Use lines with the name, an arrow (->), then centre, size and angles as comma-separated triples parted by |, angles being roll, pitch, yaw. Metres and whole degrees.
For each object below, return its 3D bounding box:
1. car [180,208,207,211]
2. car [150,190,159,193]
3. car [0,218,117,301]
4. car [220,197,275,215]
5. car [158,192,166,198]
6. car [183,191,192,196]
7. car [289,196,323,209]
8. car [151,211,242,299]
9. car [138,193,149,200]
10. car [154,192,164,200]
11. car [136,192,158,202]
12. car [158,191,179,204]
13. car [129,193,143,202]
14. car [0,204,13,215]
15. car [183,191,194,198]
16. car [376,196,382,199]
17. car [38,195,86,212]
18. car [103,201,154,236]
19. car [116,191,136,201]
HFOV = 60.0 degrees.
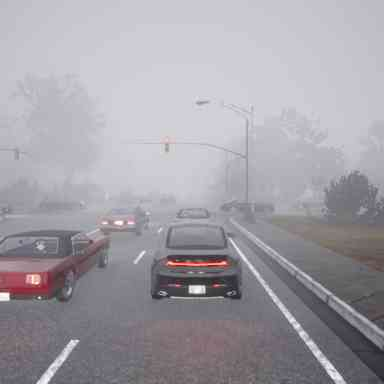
car -> 0.084, 1.496, 17.656 | 1.895, 1.301, 4.718 | 0, 0, 0
car -> -7.151, 0.730, 63.481 | 2.150, 2.045, 5.566 | 0, 1, -1
car -> -3.411, 1.570, 8.164 | 1.895, 1.301, 4.718 | 0, 0, 0
car -> 5.098, 1.265, 30.672 | 5.008, 1.535, 1.882 | 0, 0, -3
car -> -7.583, 0.776, 83.940 | 1.812, 1.442, 4.674 | 0, 1, -3
car -> -1.402, 0.460, 95.140 | 2.033, 1.411, 5.357 | 0, 1, -7
car -> 13.675, 1.216, 38.383 | 4.902, 1.511, 2.128 | 0, 0, -3
car -> 0.090, 1.473, 8.343 | 1.837, 1.490, 4.892 | 0, 0, 0
car -> -10.724, 0.987, 73.799 | 1.895, 1.301, 4.718 | 0, 1, -1
car -> -7.220, 0.872, 73.671 | 1.882, 1.535, 5.008 | 0, 1, -1
car -> -7.180, 1.149, 53.306 | 2.033, 1.411, 5.357 | 0, 0, 0
car -> -3.597, 0.963, 52.158 | 2.097, 1.767, 4.553 | 0, 0, 2
car -> -10.661, 0.984, 63.713 | 1.882, 1.535, 5.008 | 0, 1, 0
car -> -17.833, 1.367, 28.799 | 4.181, 1.385, 1.994 | 0, 0, 4
car -> -0.651, 0.779, 85.262 | 1.994, 1.385, 4.181 | 0, 1, -4
car -> 23.759, 0.941, 38.969 | 5.566, 2.045, 2.150 | 0, 0, -3
car -> -13.248, 1.109, 34.210 | 4.553, 1.767, 2.097 | 0, 0, -17
car -> -3.442, 1.442, 17.753 | 2.033, 1.411, 5.357 | 0, 0, -1
car -> -10.679, 0.818, 53.826 | 2.150, 2.045, 5.566 | 0, 0, 0
